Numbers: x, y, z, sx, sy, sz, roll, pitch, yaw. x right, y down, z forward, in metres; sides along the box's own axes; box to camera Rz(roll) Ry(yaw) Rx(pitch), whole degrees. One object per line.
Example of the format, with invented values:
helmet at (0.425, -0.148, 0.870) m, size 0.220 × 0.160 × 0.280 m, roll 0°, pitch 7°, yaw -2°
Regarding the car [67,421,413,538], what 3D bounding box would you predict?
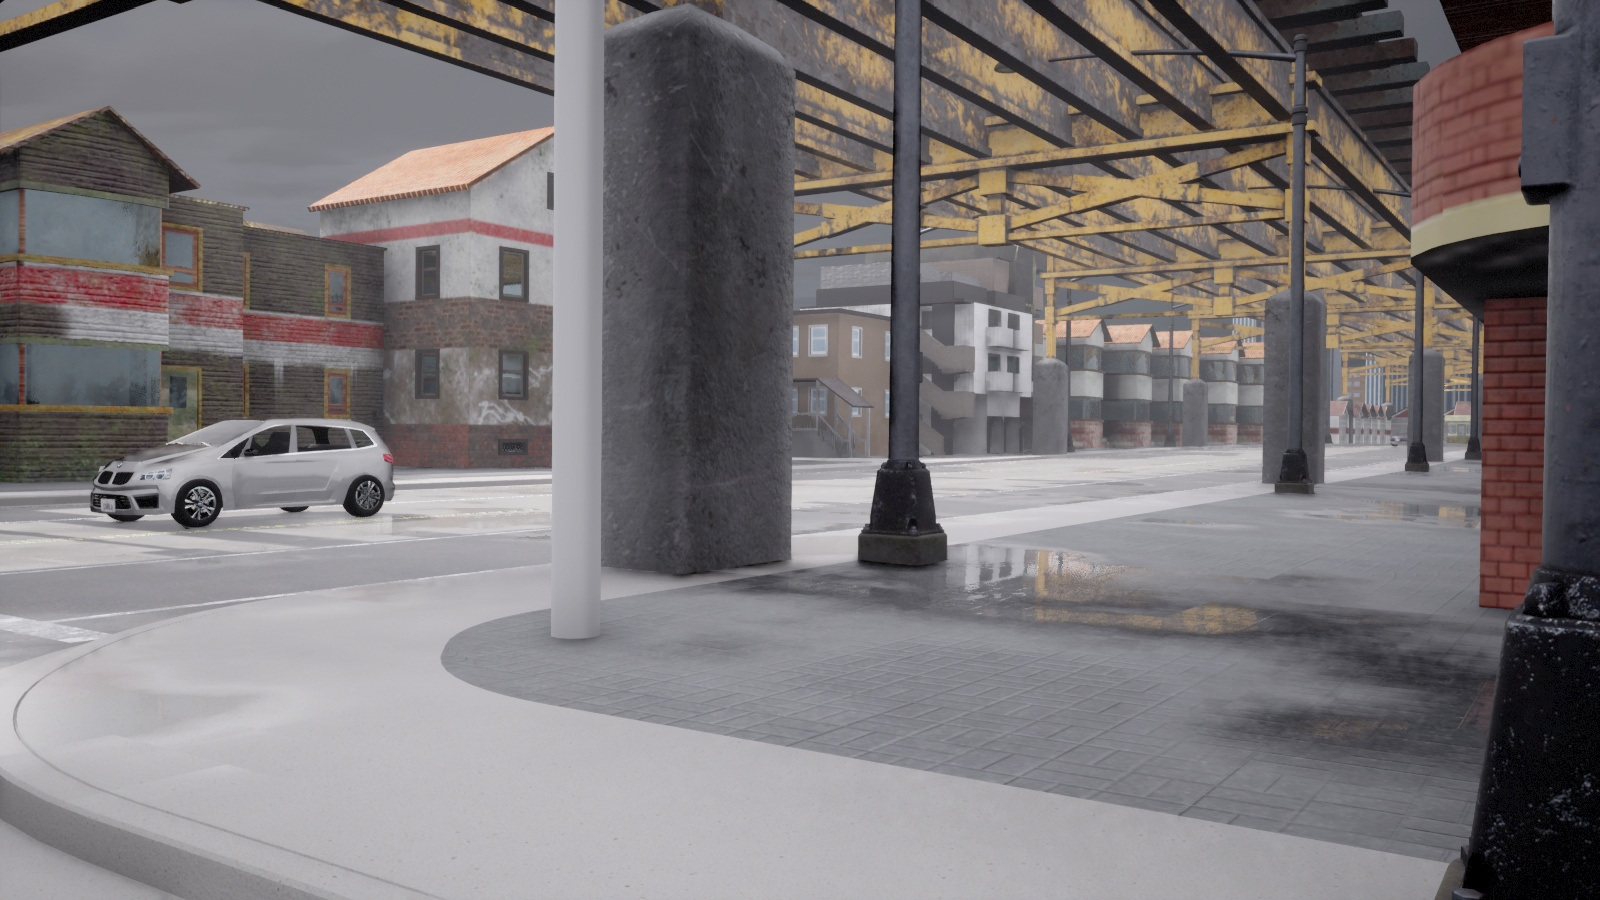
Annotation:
car at (-8.884, 0.379, 20.320) m, size 2.242 × 1.667 × 4.611 m, roll 0°, pitch 1°, yaw 34°
